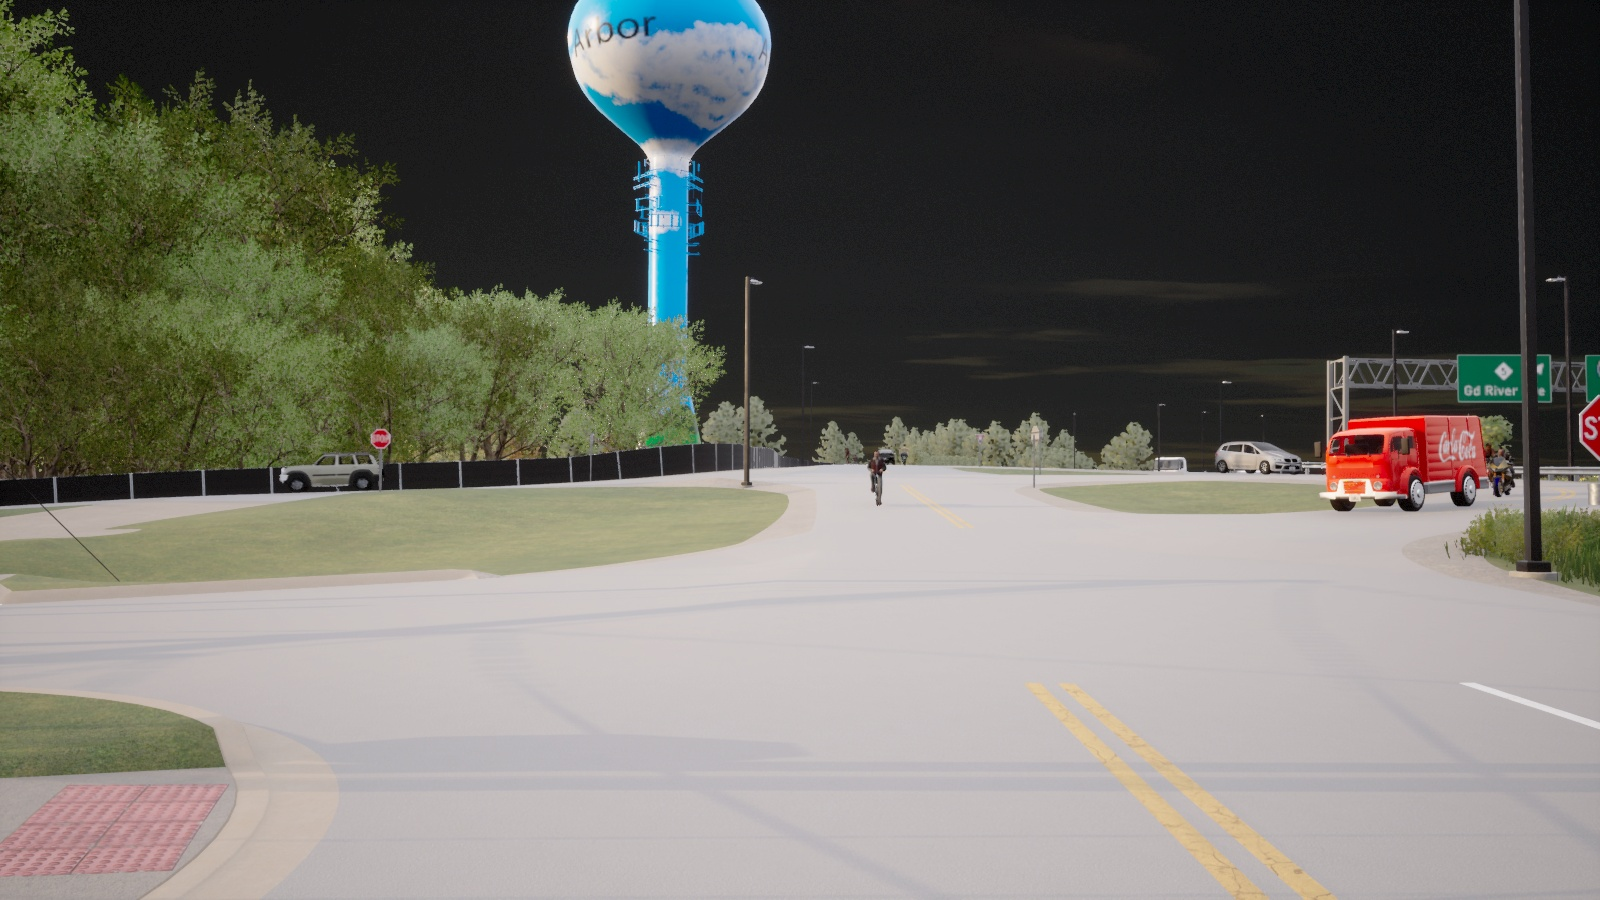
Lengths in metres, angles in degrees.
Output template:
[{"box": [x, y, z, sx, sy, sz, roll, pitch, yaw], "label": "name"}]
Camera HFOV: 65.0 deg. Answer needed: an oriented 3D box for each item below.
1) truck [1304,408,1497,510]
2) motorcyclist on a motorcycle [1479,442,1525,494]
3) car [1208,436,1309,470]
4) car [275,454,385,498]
[{"box": [16.208, 0.215, 33.787, 5.204, 2.467, 2.627, -2, -1, -39], "label": "truck"}, {"box": [21.851, 0.546, 39.043, 0.866, 1.530, 2.191, -2, 0, 38], "label": "motorcyclist on a motorcycle"}, {"box": [23.468, 0.147, 64.401, 2.242, 1.667, 4.611, 0, 0, -25], "label": "car"}, {"box": [-21.876, 1.207, 58.603, 4.605, 1.855, 1.932, -2, -2, -16], "label": "car"}]
